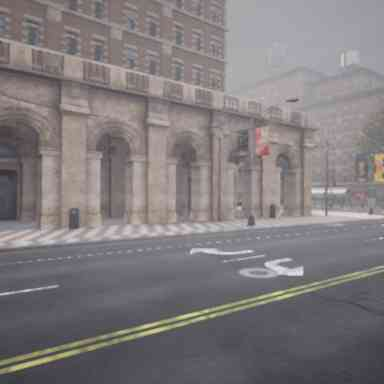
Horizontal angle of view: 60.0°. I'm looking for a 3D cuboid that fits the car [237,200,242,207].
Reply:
[{"bbox_3d":[9.166,1.990,56.134,1.895,1.301,4.718,1,0,-36],"label":"car"}]
